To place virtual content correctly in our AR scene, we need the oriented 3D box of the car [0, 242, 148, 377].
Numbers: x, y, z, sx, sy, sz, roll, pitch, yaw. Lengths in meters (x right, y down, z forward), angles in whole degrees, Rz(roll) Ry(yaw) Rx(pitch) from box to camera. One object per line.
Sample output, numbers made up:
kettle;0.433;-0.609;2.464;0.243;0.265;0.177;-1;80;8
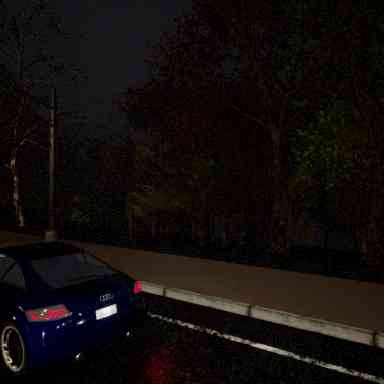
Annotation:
car;-2.747;1.563;5.628;4.181;1.385;1.994;0;0;37
